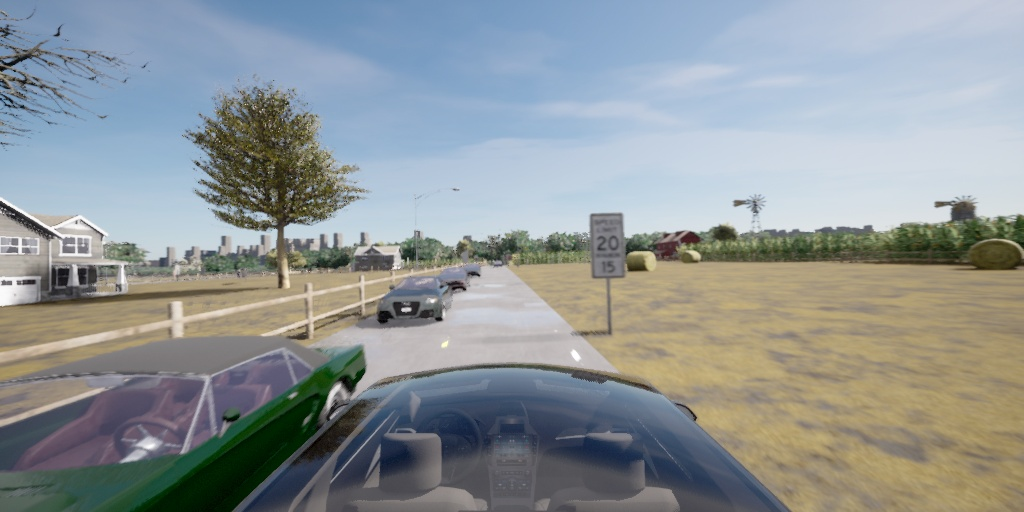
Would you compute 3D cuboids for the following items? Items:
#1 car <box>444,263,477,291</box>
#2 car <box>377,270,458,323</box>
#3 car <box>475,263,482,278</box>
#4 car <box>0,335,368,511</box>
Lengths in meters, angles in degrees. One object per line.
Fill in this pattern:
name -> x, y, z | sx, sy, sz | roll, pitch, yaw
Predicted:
car -> -3.628, 1.420, 22.892 | 2.033, 1.411, 5.357 | -2, 0, -2
car -> -3.211, 1.403, 12.564 | 1.994, 1.385, 4.181 | -1, 0, -3
car -> -4.146, 1.495, 37.636 | 2.033, 1.411, 5.357 | -2, 0, -2
car -> -2.800, 1.425, 2.614 | 1.895, 1.301, 4.718 | -2, 0, -2
